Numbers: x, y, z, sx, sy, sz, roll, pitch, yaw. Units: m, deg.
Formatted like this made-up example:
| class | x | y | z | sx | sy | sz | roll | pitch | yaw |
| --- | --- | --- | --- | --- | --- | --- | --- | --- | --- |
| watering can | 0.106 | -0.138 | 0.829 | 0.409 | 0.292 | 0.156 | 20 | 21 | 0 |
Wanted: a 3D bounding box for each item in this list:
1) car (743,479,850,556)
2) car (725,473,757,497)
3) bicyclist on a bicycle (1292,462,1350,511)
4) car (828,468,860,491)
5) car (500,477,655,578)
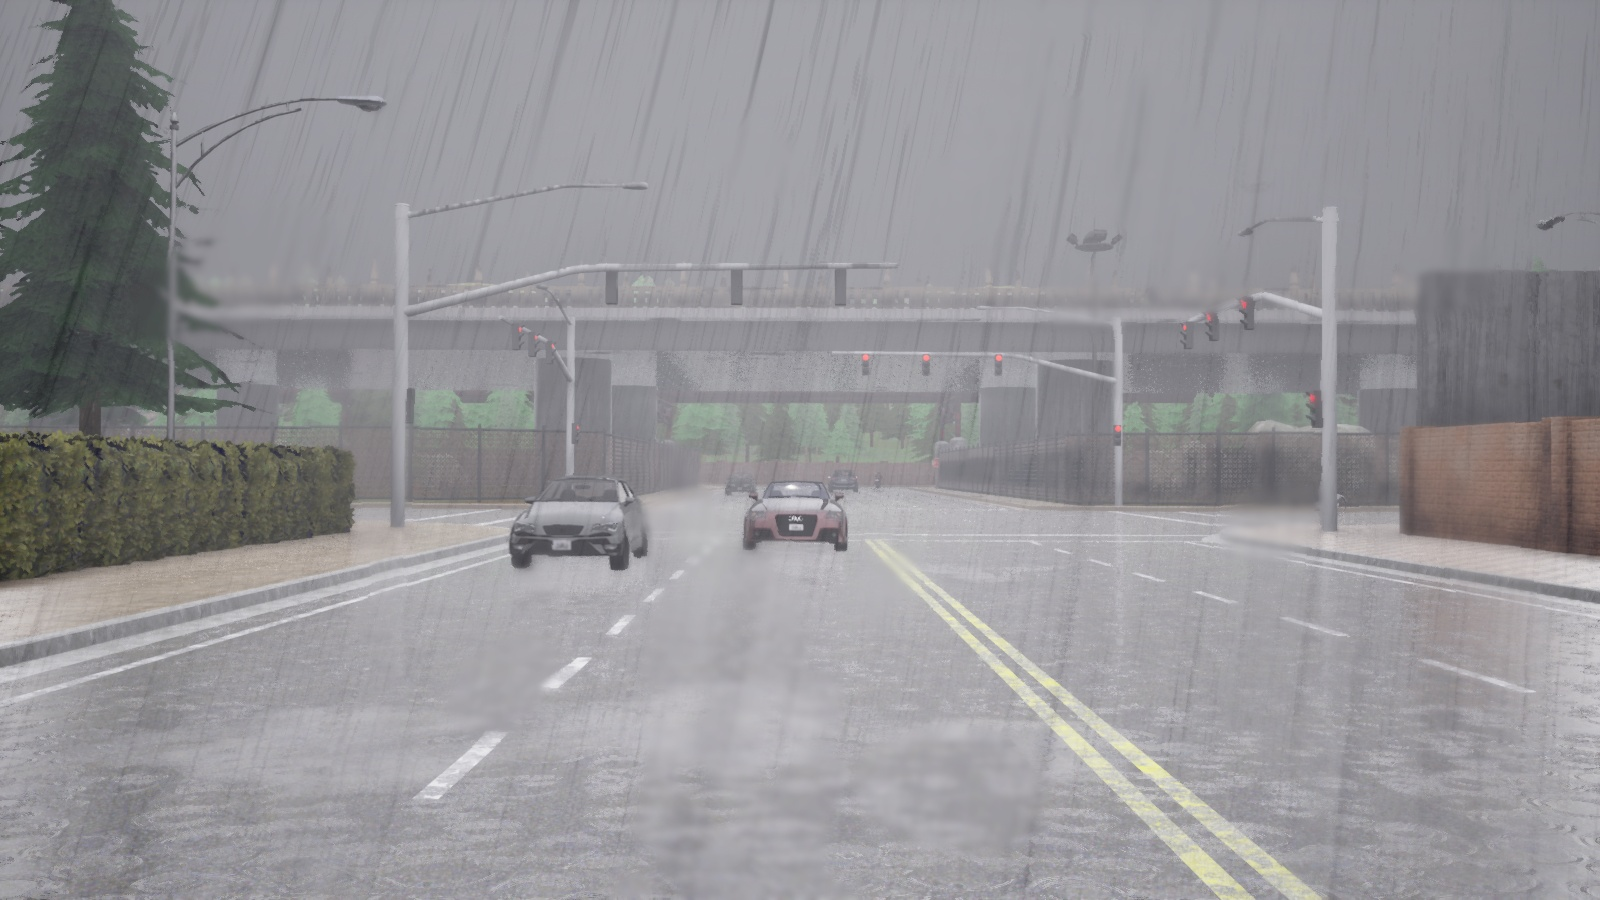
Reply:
| class | x | y | z | sx | sy | sz | roll | pitch | yaw |
| --- | --- | --- | --- | --- | --- | --- | --- | --- | --- |
| car | -0.064 | 1.306 | 25.516 | 1.994 | 1.385 | 4.181 | 0 | -1 | 0 |
| car | -3.697 | 2.169 | 79.181 | 1.816 | 1.474 | 4.193 | 0 | -1 | 0 |
| bicyclist on a bicycle | 18.956 | 1.319 | 45.688 | 1.843 | 1.776 | 0.659 | 0 | -1 | 0 |
| car | 3.262 | 2.234 | 94.807 | 2.242 | 1.667 | 4.611 | 0 | -1 | 0 |
| car | -3.552 | 1.190 | 20.776 | 1.816 | 1.474 | 4.193 | 0 | -1 | 0 |
